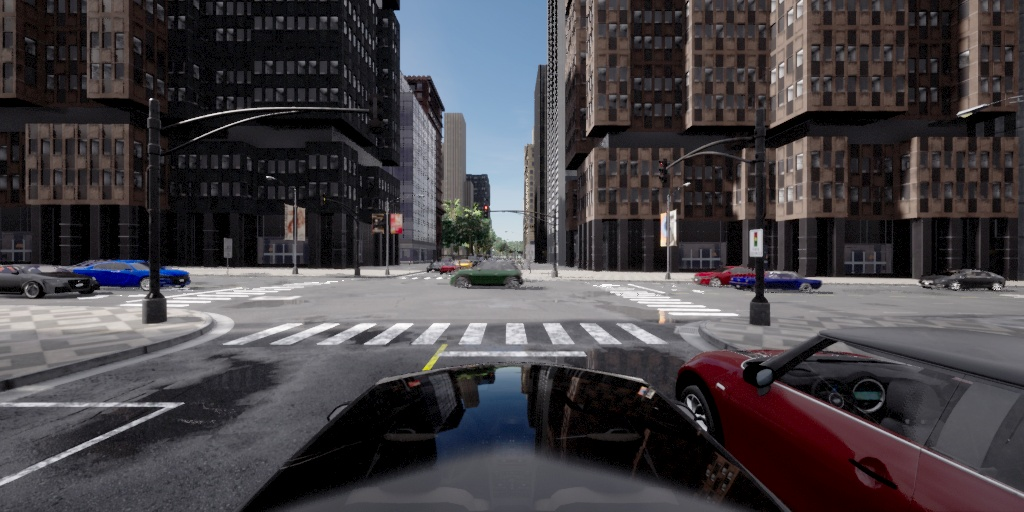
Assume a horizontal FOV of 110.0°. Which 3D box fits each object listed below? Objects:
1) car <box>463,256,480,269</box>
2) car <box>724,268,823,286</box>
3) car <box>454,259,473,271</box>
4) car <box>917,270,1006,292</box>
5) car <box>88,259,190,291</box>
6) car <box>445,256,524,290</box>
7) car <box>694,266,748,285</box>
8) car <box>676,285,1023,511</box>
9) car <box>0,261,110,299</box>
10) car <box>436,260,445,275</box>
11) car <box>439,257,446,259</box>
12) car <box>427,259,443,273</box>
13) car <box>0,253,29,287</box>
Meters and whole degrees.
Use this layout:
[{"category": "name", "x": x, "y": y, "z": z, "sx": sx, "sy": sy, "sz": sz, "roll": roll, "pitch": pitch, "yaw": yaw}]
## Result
[{"category": "car", "x": -6.588, "y": 1.009, "z": 59.271, "sx": 2.150, "sy": 2.045, "sz": 5.566, "roll": 0, "pitch": 0, "yaw": 0}, {"category": "car", "x": 16.388, "y": 1.608, "z": 22.495, "sx": 4.718, "sy": 1.301, "sz": 1.895, "roll": 1, "pitch": 0, "yaw": 0}, {"category": "car", "x": -6.522, "y": 1.242, "z": 48.933, "sx": 1.882, "sy": 1.535, "sz": 5.008, "roll": 0, "pitch": 0, "yaw": 0}, {"category": "car", "x": 32.319, "y": 1.737, "z": 25.840, "sx": 4.892, "sy": 1.490, "sz": 1.837, "roll": 0, "pitch": 0, "yaw": 0}, {"category": "car", "x": -19.838, "y": 0.975, "z": 18.813, "sx": 5.008, "sy": 1.535, "sz": 1.882, "roll": 1, "pitch": 0, "yaw": 0}, {"category": "car", "x": -1.530, "y": 1.103, "z": 22.380, "sx": 4.553, "sy": 1.767, "sz": 2.097, "roll": 1, "pitch": 0, "yaw": 0}, {"category": "car", "x": 15.729, "y": 1.471, "z": 25.743, "sx": 5.008, "sy": 1.535, "sz": 1.882, "roll": 1, "pitch": 0, "yaw": 0}, {"category": "car", "x": 2.763, "y": 1.190, "z": 2.378, "sx": 1.967, "sy": 1.591, "sz": 4.097, "roll": 0, "pitch": 0, "yaw": 0}, {"category": "car", "x": -20.775, "y": 1.052, "z": 15.558, "sx": 4.181, "sy": 1.385, "sz": 1.994, "roll": 1, "pitch": 0, "yaw": 0}, {"category": "car", "x": -6.482, "y": 1.344, "z": 38.539, "sx": 1.895, "sy": 1.301, "sz": 4.718, "roll": 0, "pitch": 0, "yaw": 1}, {"category": "car", "x": -9.192, "y": 1.080, "z": 49.136, "sx": 2.192, "sy": 1.841, "sz": 5.009, "roll": 0, "pitch": 0, "yaw": 0}, {"category": "car", "x": -9.154, "y": 1.319, "z": 43.711, "sx": 1.948, "sy": 1.339, "sz": 4.313, "roll": 0, "pitch": 0, "yaw": 0}, {"category": "car", "x": -28.950, "y": 0.721, "z": 18.755, "sx": 4.553, "sy": 1.767, "sz": 2.097, "roll": 1, "pitch": 0, "yaw": 0}]
